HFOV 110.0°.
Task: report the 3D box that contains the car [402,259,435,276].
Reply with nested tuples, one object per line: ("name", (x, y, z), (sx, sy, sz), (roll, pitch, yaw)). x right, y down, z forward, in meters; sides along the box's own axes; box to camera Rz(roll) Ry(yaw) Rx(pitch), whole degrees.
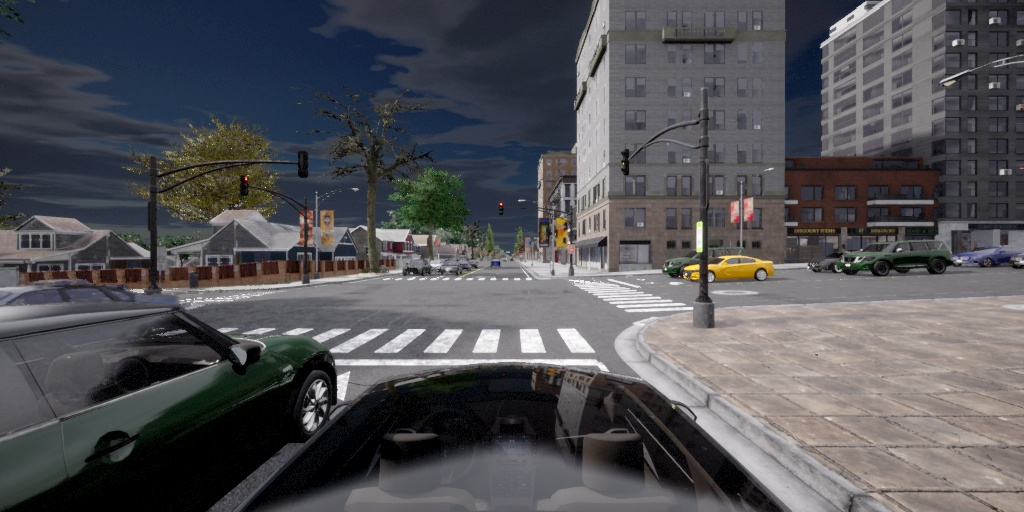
("car", (-9.861, 1.121, 37.480), (2.097, 1.767, 4.553), (0, 0, 0))

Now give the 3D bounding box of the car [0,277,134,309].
("car", (-22.764, 1.845, 18.392), (4.718, 1.301, 1.895), (-2, 0, 1))

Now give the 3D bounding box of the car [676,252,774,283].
("car", (13.026, 0.742, 21.721), (5.008, 1.535, 1.882), (-2, 0, -1))

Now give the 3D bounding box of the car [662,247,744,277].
("car", (13.445, 0.459, 24.970), (5.566, 2.045, 2.150), (-2, 0, 0))

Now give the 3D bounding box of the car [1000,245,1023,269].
("car", (33.374, 0.023, 21.778), (4.674, 1.442, 1.812), (-2, 0, 0))

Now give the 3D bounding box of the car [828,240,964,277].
("car", (23.122, 0.099, 21.752), (5.566, 2.045, 2.150), (-2, 0, 0))

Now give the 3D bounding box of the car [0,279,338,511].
("car", (-3.151, 1.102, 2.490), (2.097, 1.767, 4.553), (0, 0, 0))

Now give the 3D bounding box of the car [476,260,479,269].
("car", (-6.613, 1.322, 59.621), (1.837, 1.490, 4.892), (0, 0, 0))

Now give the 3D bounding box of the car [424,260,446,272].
("car", (-9.868, 1.308, 46.463), (1.812, 1.442, 4.674), (0, 0, 0))

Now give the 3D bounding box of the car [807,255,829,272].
("car", (23.412, 0.361, 25.004), (4.892, 1.490, 1.837), (-2, 0, 0))

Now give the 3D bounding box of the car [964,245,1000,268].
("car", (33.544, 0.007, 25.031), (4.674, 1.442, 1.812), (-2, 0, 0))

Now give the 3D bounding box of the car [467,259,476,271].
("car", (-6.619, 1.335, 49.275), (2.033, 1.411, 5.357), (0, 0, 0))

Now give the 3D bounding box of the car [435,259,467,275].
("car", (-6.610, 1.262, 39.557), (2.128, 1.511, 4.902), (0, 0, 0))

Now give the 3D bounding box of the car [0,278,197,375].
("car", (-9.634, 1.297, 7.063), (2.033, 1.411, 5.357), (0, 0, 2))
